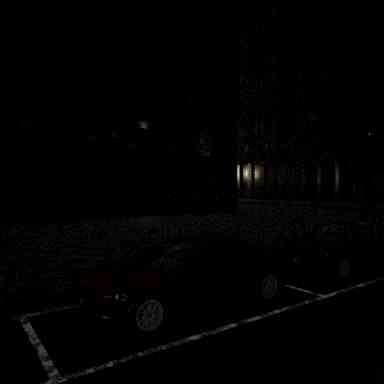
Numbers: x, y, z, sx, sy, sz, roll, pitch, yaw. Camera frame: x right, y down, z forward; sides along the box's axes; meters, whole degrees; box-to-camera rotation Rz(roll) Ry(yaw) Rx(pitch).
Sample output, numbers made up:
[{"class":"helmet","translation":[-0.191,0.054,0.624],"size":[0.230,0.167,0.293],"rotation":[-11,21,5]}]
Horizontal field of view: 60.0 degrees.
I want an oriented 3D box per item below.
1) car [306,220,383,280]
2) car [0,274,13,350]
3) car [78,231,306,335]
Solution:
[{"class":"car","translation":[4.539,1.545,9.920],"size":[4.507,1.381,1.887],"rotation":[0,0,-36]},{"class":"car","translation":[-4.447,1.544,3.488],"size":[4.507,1.381,1.887],"rotation":[0,0,-36]},{"class":"car","translation":[0.046,1.545,6.704],"size":[4.507,1.381,1.887],"rotation":[0,0,-36]}]
